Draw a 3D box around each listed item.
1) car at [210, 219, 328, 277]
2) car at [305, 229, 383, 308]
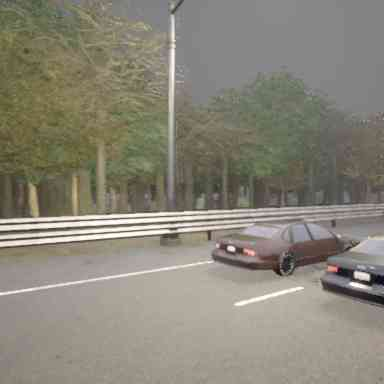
[{"bbox_3d":[3.105,1.562,10.299,5.357,1.411,2.033,0,0,-35],"label":"car"},{"bbox_3d":[5.116,1.562,7.437,5.357,1.411,2.033,0,0,-35],"label":"car"}]
